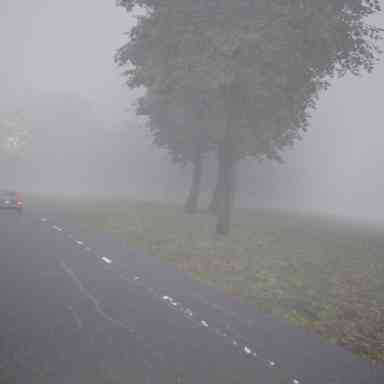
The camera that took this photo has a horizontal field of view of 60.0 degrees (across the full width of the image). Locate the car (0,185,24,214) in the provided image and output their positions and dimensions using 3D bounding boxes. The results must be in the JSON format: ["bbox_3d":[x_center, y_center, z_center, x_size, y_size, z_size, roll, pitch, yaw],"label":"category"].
[{"bbox_3d":[-11.856,0.512,21.025,2.033,1.411,5.357,5,0,-33],"label":"car"}]
